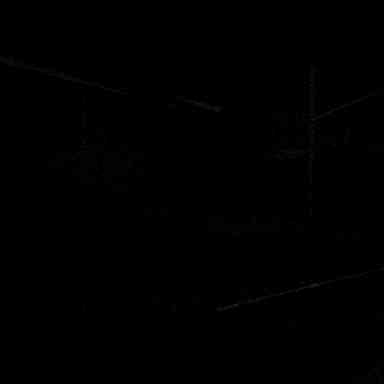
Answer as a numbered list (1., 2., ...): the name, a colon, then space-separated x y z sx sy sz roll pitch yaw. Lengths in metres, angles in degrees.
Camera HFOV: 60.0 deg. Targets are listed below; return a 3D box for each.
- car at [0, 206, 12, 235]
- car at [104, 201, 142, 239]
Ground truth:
1. car: -11.506 1.523 18.582 2.242 1.667 4.611 1 0 -35
2. car: -4.377 1.448 18.316 1.905 1.878 3.866 1 0 -35
